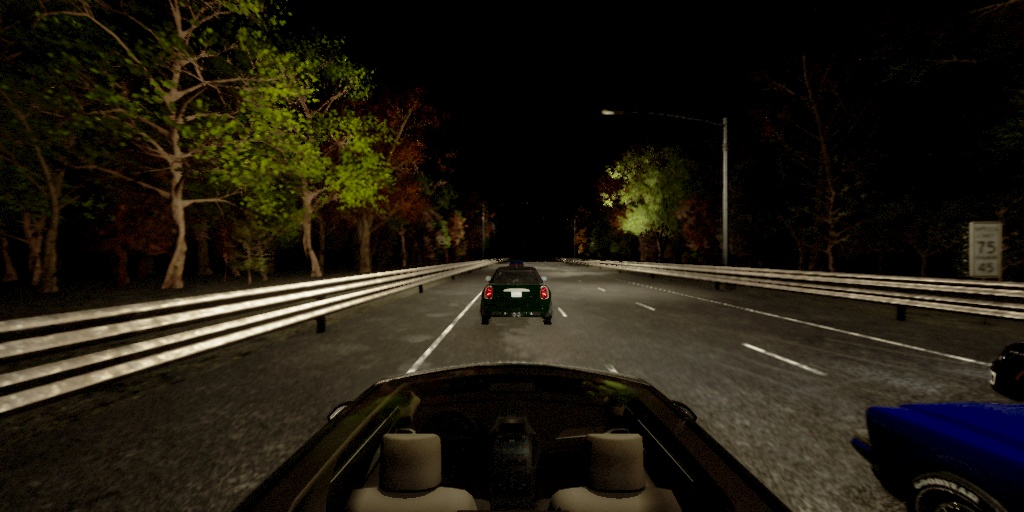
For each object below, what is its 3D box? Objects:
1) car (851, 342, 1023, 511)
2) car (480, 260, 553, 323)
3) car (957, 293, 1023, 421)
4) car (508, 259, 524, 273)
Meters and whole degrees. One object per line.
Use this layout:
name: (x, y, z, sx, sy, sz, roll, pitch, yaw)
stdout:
car: (3.603, 1.352, 0.634, 1.895, 1.301, 4.718, 0, 0, 0)
car: (0.136, 1.101, 12.189, 2.097, 1.767, 4.553, 0, 0, 0)
car: (7.106, 1.257, 2.539, 1.837, 1.490, 4.892, 0, 0, 0)
car: (0.546, 1.222, 44.538, 1.882, 1.535, 5.008, 0, 0, 1)
